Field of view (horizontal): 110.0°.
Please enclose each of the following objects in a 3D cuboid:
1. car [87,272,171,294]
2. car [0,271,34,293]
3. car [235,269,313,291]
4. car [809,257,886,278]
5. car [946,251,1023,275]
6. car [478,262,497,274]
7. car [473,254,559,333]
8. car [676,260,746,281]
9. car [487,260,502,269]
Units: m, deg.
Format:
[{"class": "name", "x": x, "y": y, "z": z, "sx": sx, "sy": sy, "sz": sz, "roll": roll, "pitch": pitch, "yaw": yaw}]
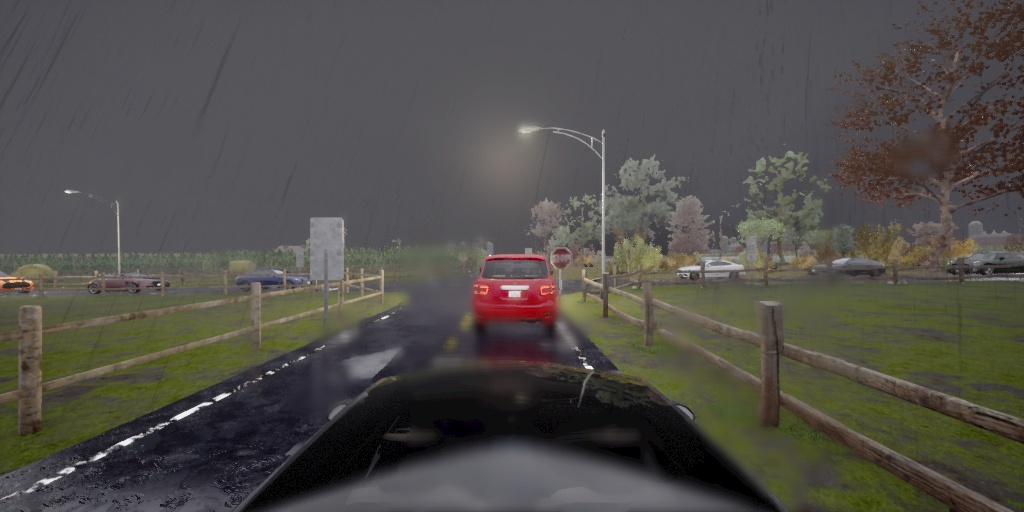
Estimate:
[{"class": "car", "x": -25.782, "y": 1.780, "z": 24.203, "sx": 4.181, "sy": 1.385, "sz": 1.994, "roll": -1, "pitch": 0, "yaw": 1}, {"class": "car", "x": -35.803, "y": 1.759, "z": 24.406, "sx": 4.553, "sy": 1.767, "sz": 2.097, "roll": -1, "pitch": 0, "yaw": 1}, {"class": "car", "x": -15.864, "y": 1.557, "z": 23.968, "sx": 4.674, "sy": 1.442, "sz": 1.812, "roll": -1, "pitch": 0, "yaw": 3}, {"class": "car", "x": 24.434, "y": 0.829, "z": 26.173, "sx": 4.674, "sy": 1.442, "sz": 1.812, "roll": -1, "pitch": 0, "yaw": 1}, {"class": "car", "x": 34.606, "y": 0.482, "z": 25.968, "sx": 4.553, "sy": 1.767, "sz": 2.097, "roll": -1, "pitch": 0, "yaw": 1}, {"class": "car", "x": -2.827, "y": 1.385, "z": 42.680, "sx": 1.895, "sy": 1.301, "sz": 4.718, "roll": 0, "pitch": 0, "yaw": 0}, {"class": "car", "x": 0.150, "y": 0.973, "z": 10.942, "sx": 2.150, "sy": 2.045, "sz": 5.566, "roll": 0, "pitch": 0, "yaw": 2}, {"class": "car", "x": 14.566, "y": 1.001, "z": 26.367, "sx": 4.674, "sy": 1.442, "sz": 1.812, "roll": -1, "pitch": 0, "yaw": 1}, {"class": "car", "x": -2.780, "y": 1.358, "z": 58.360, "sx": 2.033, "sy": 1.411, "sz": 5.357, "roll": 0, "pitch": 0, "yaw": 1}]
